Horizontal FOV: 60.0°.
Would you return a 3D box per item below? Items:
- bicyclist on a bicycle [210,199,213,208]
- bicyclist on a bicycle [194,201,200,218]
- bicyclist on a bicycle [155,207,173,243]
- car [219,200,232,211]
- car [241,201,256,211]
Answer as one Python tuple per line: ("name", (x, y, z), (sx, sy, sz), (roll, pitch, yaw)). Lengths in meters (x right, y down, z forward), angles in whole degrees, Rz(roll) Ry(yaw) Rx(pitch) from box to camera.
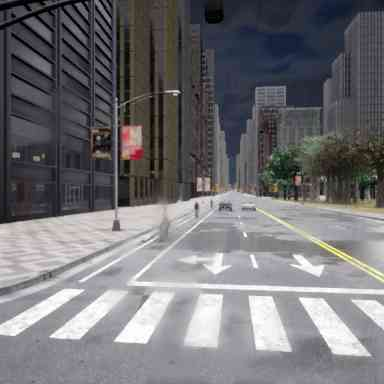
("bicyclist on a bicycle", (3.040, 1.851, 51.789), (0.582, 1.620, 1.656), (0, 0, 7))
("bicyclist on a bicycle", (0.412, 1.647, 29.917), (0.582, 1.620, 1.656), (0, 0, 7))
("bicyclist on a bicycle", (-1.279, 1.498, 15.551), (0.866, 1.612, 1.509), (0, 0, 7))
("car", (4.852, 1.913, 48.001), (2.033, 1.411, 5.357), (0, -1, 7))
("car", (8.075, 1.966, 47.583), (1.895, 1.301, 4.718), (0, -1, 7))
